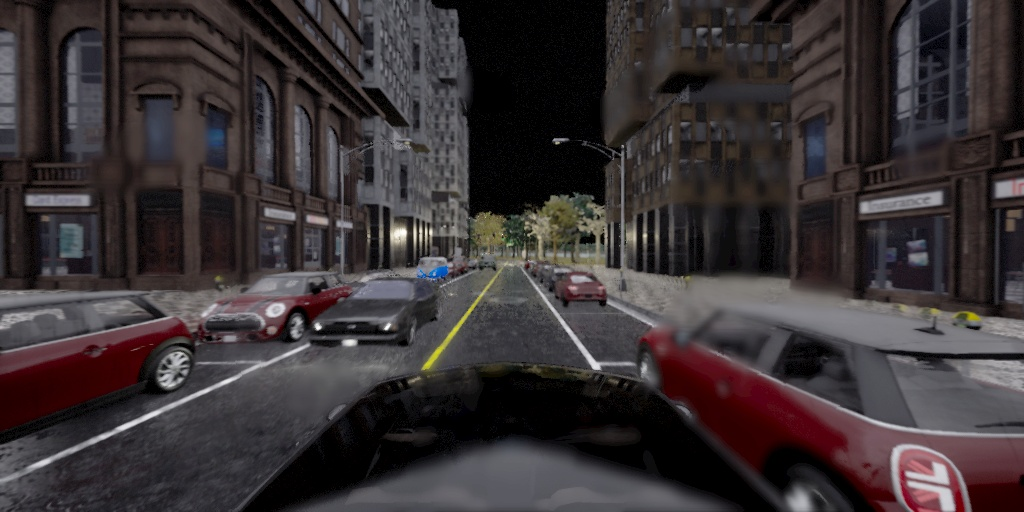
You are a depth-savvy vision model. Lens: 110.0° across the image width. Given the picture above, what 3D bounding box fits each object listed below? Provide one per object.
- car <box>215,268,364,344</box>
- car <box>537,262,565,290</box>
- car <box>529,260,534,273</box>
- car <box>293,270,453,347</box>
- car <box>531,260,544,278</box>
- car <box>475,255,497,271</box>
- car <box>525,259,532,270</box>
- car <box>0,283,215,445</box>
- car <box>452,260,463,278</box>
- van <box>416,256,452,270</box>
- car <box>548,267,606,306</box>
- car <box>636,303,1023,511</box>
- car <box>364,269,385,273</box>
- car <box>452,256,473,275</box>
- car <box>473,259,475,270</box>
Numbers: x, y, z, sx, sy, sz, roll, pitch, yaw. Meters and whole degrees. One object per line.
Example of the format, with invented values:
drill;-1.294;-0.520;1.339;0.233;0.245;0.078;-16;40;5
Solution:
car;-5.766;1.159;9.344;1.967;1.591;4.097;0;0;0
car;2.755;1.231;20.655;2.007;1.370;4.403;0;0;0
car;2.752;1.229;31.991;1.802;1.307;4.207;0;0;0
car;-3.103;1.267;9.516;2.033;1.411;5.357;0;0;0
car;2.754;1.213;26.323;2.007;1.370;4.403;0;0;0
car;-3.107;0.846;46.791;2.150;2.045;5.566;0;0;0
car;2.750;1.185;37.660;2.007;1.370;4.403;0;0;0
car;-5.764;1.182;3.674;1.967;1.591;4.097;0;0;0
car;-5.773;1.229;32.019;1.802;1.307;4.207;0;0;0
van;-5.772;1.003;26.351;1.690;1.789;3.998;0;0;0
car;2.757;1.282;14.985;1.802;1.307;4.207;0;0;0
car;2.761;1.182;3.647;1.967;1.591;4.097;0;0;0
car;-5.768;1.250;15.013;2.007;1.370;4.403;0;0;0
car;-5.775;0.950;37.687;2.192;1.841;5.009;0;0;0
car;-5.779;1.189;49.025;1.948;1.339;4.313;0;0;0
